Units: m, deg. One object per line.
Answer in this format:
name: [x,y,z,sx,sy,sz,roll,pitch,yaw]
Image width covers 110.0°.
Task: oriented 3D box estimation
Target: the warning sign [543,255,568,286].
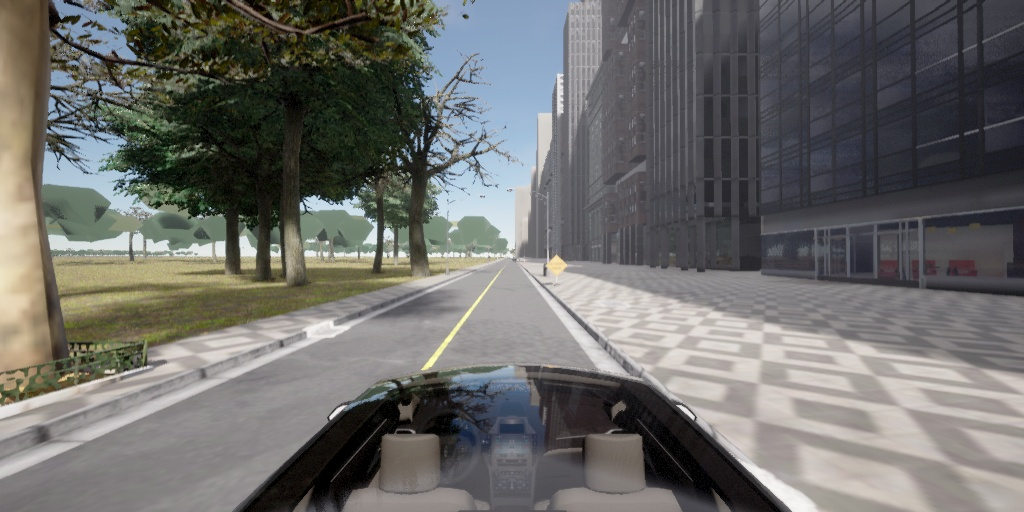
warning sign: [2.717,0.859,21.665,1.300,1.860,1.060,0,0,0]
